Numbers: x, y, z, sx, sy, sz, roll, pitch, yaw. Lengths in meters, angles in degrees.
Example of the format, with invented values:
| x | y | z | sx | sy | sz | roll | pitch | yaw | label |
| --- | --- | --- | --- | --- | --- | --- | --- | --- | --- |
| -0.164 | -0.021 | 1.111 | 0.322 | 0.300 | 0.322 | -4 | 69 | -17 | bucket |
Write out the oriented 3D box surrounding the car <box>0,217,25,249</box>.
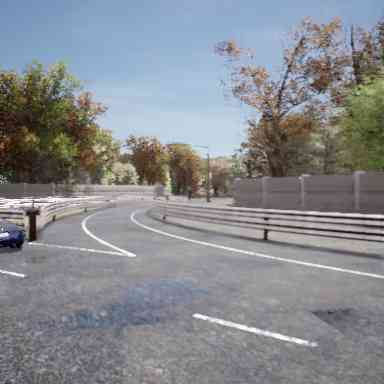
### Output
| x | y | z | sx | sy | sz | roll | pitch | yaw | label |
| --- | --- | --- | --- | --- | --- | --- | --- | --- | --- |
| -8.493 | 1.518 | 12.887 | 4.181 | 1.385 | 1.994 | 0 | 0 | 28 | car |

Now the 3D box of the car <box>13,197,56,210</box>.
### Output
| x | y | z | sx | sy | sz | roll | pitch | yaw | label |
| --- | --- | --- | --- | --- | --- | --- | --- | --- | --- |
| -18.926 | 1.314 | 40.304 | 2.128 | 1.511 | 4.902 | 0 | 0 | 44 | car |
